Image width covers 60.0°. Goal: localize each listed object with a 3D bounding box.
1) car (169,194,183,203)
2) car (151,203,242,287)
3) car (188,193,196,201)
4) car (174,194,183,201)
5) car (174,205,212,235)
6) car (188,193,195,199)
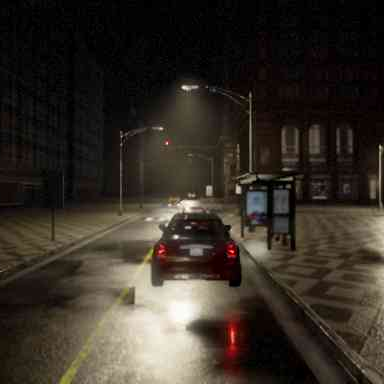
[{"bbox_3d":[-3.092,1.353,60.031,1.882,1.535,5.008,0,0,0],"label":"car"},{"bbox_3d":[0.093,1.348,9.481,2.097,1.767,4.553,0,0,0],"label":"car"},{"bbox_3d":[-0.057,1.398,77.093,1.895,1.301,4.718,0,0,0],"label":"car"},{"bbox_3d":[-3.055,1.317,75.386,1.837,1.490,4.892,0,0,0],"label":"car"},{"bbox_3d":[0.081,1.548,19.502,1.994,1.385,4.181,0,0,0],"label":"car"},{"bbox_3d":[-0.064,1.078,87.067,1.882,1.535,5.008,0,0,0],"label":"car"}]
